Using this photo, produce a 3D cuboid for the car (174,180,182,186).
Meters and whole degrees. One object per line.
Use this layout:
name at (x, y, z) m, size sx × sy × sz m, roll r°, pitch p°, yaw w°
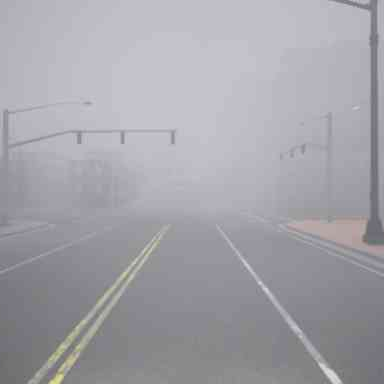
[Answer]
car at (-3.485, -2.364, 82.664) m, size 1.994 × 1.385 × 4.181 m, roll 0°, pitch 12°, yaw 0°
